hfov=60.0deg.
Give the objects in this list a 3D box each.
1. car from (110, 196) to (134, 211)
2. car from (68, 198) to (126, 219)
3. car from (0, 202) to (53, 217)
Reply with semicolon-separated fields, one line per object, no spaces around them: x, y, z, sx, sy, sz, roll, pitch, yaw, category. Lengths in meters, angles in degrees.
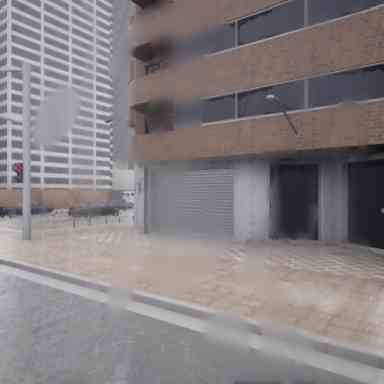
-9.423;1.547;39.464;2.033;1.411;5.357;0;0;36;car
-8.349;1.526;28.739;1.812;1.442;4.674;0;0;37;car
-15.582;1.601;31.009;1.895;1.301;4.718;0;0;36;car
